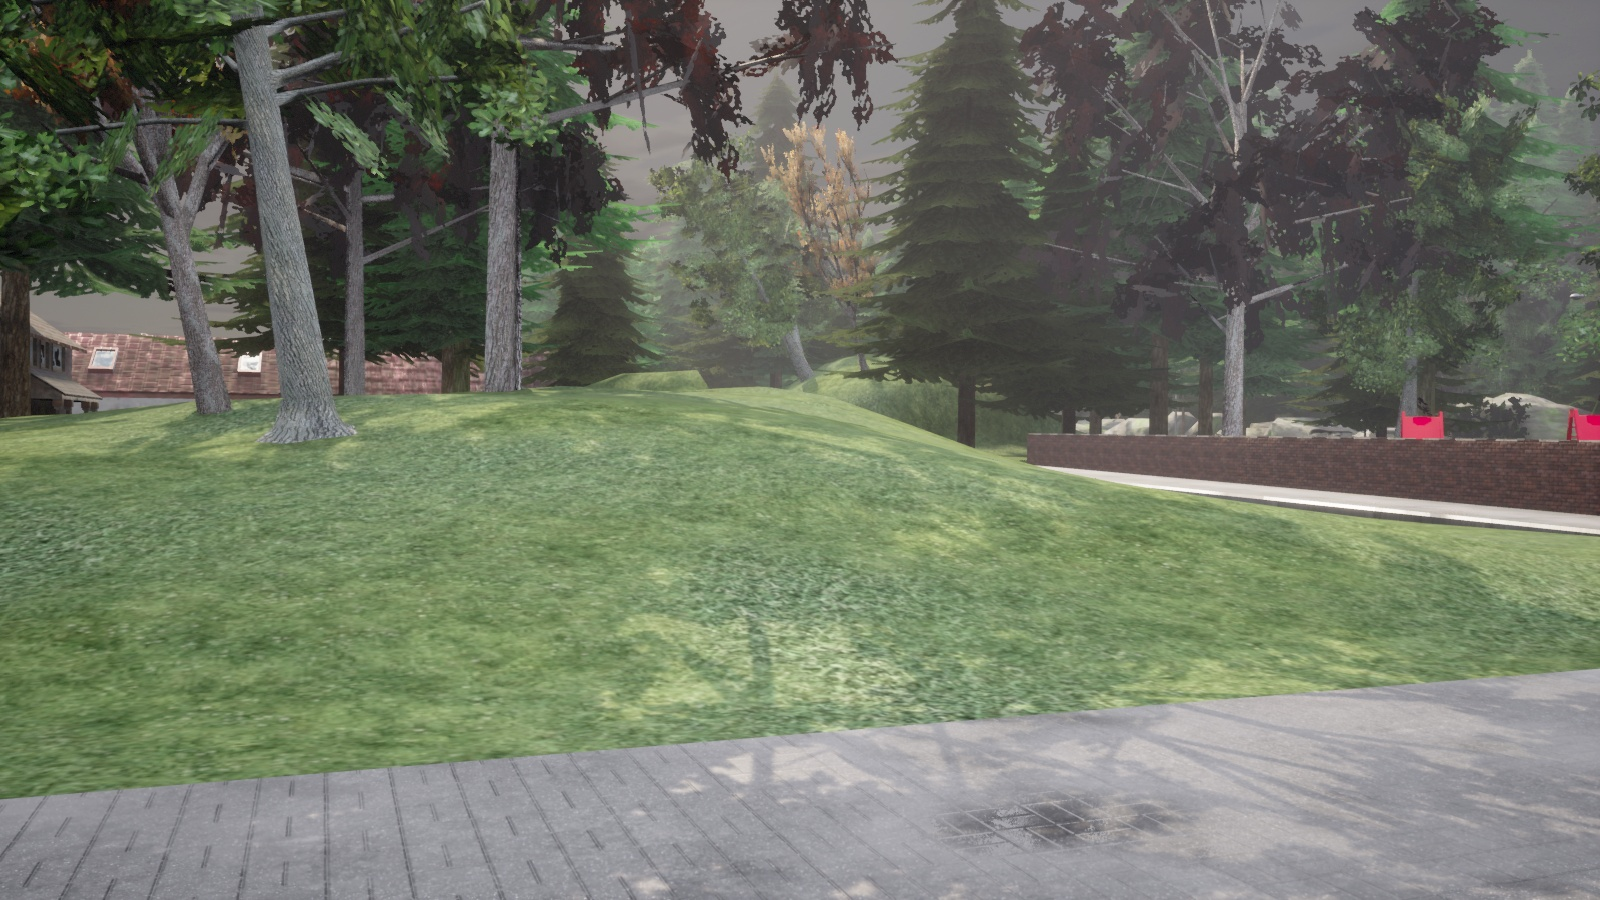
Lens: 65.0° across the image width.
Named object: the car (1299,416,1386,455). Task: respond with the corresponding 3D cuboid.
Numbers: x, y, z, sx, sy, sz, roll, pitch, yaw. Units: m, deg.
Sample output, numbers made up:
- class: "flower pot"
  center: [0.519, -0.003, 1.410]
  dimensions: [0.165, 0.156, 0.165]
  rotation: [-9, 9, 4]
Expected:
- class: "car"
  center: [27.436, -0.738, 63.612]
  dimensions: [1.905, 1.878, 3.866]
  rotation: [-1, 1, -21]
